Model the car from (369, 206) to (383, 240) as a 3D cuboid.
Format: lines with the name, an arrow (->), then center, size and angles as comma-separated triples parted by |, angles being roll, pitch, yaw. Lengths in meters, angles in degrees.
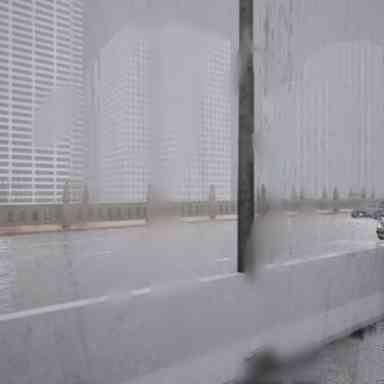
car -> 10.706, 1.535, 15.921 | 4.674, 1.442, 1.812 | 0, 0, -35

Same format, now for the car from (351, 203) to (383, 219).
car -> 15.059, 1.578, 27.616 | 4.181, 1.385, 1.994 | 0, 0, -35
